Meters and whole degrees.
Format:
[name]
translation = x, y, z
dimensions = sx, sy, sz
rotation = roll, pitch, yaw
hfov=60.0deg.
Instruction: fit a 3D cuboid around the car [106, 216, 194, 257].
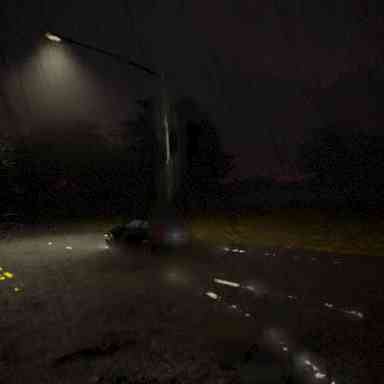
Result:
[car]
translation = -1.842, 1.682, 13.622
dimensions = 1.994, 1.385, 4.181
rotation = -2, -1, -41
